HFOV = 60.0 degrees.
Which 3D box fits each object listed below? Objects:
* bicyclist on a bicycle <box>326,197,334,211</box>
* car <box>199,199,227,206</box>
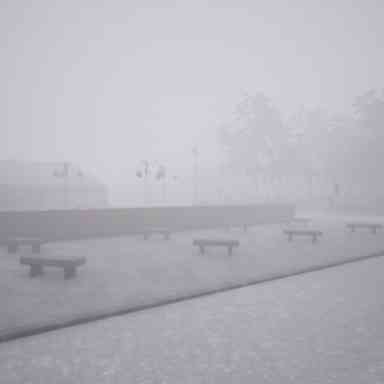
[{"bbox_3d":[15.578,1.384,37.600,1.656,1.620,0.582,0,0,-36],"label":"bicyclist on a bicycle"},{"bbox_3d":[2.610,1.592,41.348,1.994,1.385,4.181,0,0,-35],"label":"car"}]
